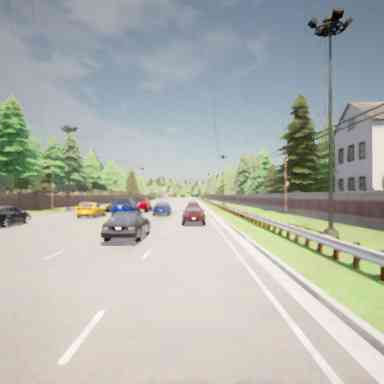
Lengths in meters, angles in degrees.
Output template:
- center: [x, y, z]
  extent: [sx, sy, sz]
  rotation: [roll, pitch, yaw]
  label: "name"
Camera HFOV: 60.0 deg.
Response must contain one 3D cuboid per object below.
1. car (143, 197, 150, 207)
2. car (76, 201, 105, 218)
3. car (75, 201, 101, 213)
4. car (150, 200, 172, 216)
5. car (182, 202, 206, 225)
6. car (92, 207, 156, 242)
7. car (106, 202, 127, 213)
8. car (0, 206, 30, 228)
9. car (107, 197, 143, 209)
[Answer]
- center: [-6.919, 1.740, 45.636]
  extent: [2.150, 2.045, 5.566]
  rotation: [0, 0, 0]
  label: "car"
- center: [-10.443, 1.867, 34.684]
  extent: [1.882, 1.535, 5.008]
  rotation: [0, -1, 0]
  label: "car"
- center: [-13.849, 1.976, 44.548]
  extent: [1.882, 1.535, 5.008]
  rotation: [0, -1, 0]
  label: "car"
- center: [-3.393, 1.923, 39.063]
  extent: [1.882, 1.535, 5.008]
  rotation: [0, -1, 1]
  label: "car"
- center: [0.143, 1.839, 27.190]
  extent: [1.812, 1.442, 4.674]
  rotation: [0, -1, 0]
  label: "car"
- center: [-3.375, 1.748, 17.728]
  extent: [2.033, 1.411, 5.357]
  rotation: [0, -1, 0]
  label: "car"
- center: [-10.414, 2.083, 46.039]
  extent: [1.994, 1.385, 4.181]
  rotation: [0, -1, 0]
  label: "car"
- center: [-13.862, 1.777, 24.688]
  extent: [1.837, 1.490, 4.892]
  rotation: [0, -1, 0]
  label: "car"
- center: [-6.943, 1.614, 34.711]
  extent: [2.150, 2.045, 5.566]
  rotation: [0, -1, 0]
  label: "car"
